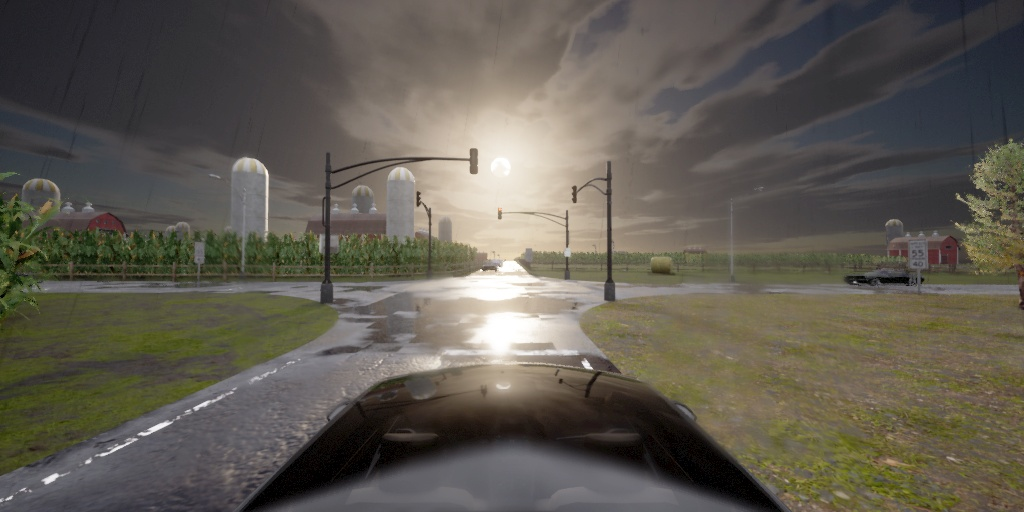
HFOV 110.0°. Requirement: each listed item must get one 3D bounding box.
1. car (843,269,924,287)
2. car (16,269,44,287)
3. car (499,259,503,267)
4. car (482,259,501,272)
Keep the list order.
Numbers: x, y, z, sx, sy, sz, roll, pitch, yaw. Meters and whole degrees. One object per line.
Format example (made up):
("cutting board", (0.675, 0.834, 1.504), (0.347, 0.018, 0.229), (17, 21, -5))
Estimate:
("car", (27.938, 1.664, 27.064), (4.718, 1.301, 1.895), (1, -1, -4))
("car", (-28.873, 1.054, 19.726), (4.181, 1.385, 1.994), (0, -1, -3))
("car", (-2.850, 1.341, 61.595), (1.812, 1.442, 4.674), (0, 0, 0))
("car", (-2.816, 1.391, 45.790), (1.895, 1.301, 4.718), (0, 0, 0))
